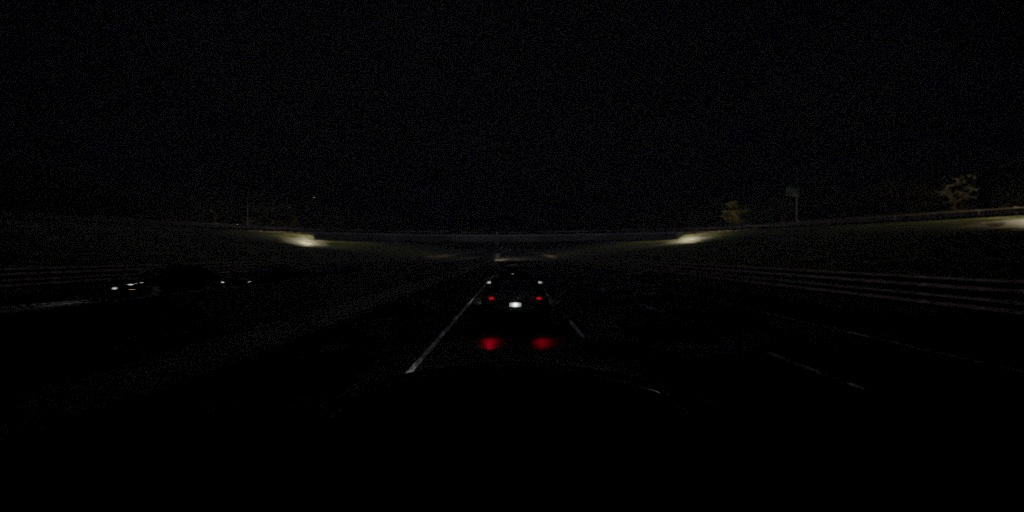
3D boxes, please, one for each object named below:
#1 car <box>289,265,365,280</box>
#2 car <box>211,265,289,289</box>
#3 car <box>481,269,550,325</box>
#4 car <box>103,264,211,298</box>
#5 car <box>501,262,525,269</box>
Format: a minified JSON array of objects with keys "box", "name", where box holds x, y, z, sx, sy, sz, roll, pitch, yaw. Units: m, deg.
[{"box":[-10.556,1.224,21.509,2.033,1.411,5.357,0,0,0],"name":"car"},{"box":[-14.061,1.228,20.823,2.033,1.411,5.357,0,0,1],"name":"car"},{"box":[0.090,1.282,11.703,1.994,1.385,4.181,0,0,0],"name":"car"},{"box":[-17.578,1.199,18.290,1.837,1.490,4.892,0,0,0],"name":"car"},{"box":[0.067,1.166,29.231,1.812,1.442,4.674,0,0,0],"name":"car"}]
